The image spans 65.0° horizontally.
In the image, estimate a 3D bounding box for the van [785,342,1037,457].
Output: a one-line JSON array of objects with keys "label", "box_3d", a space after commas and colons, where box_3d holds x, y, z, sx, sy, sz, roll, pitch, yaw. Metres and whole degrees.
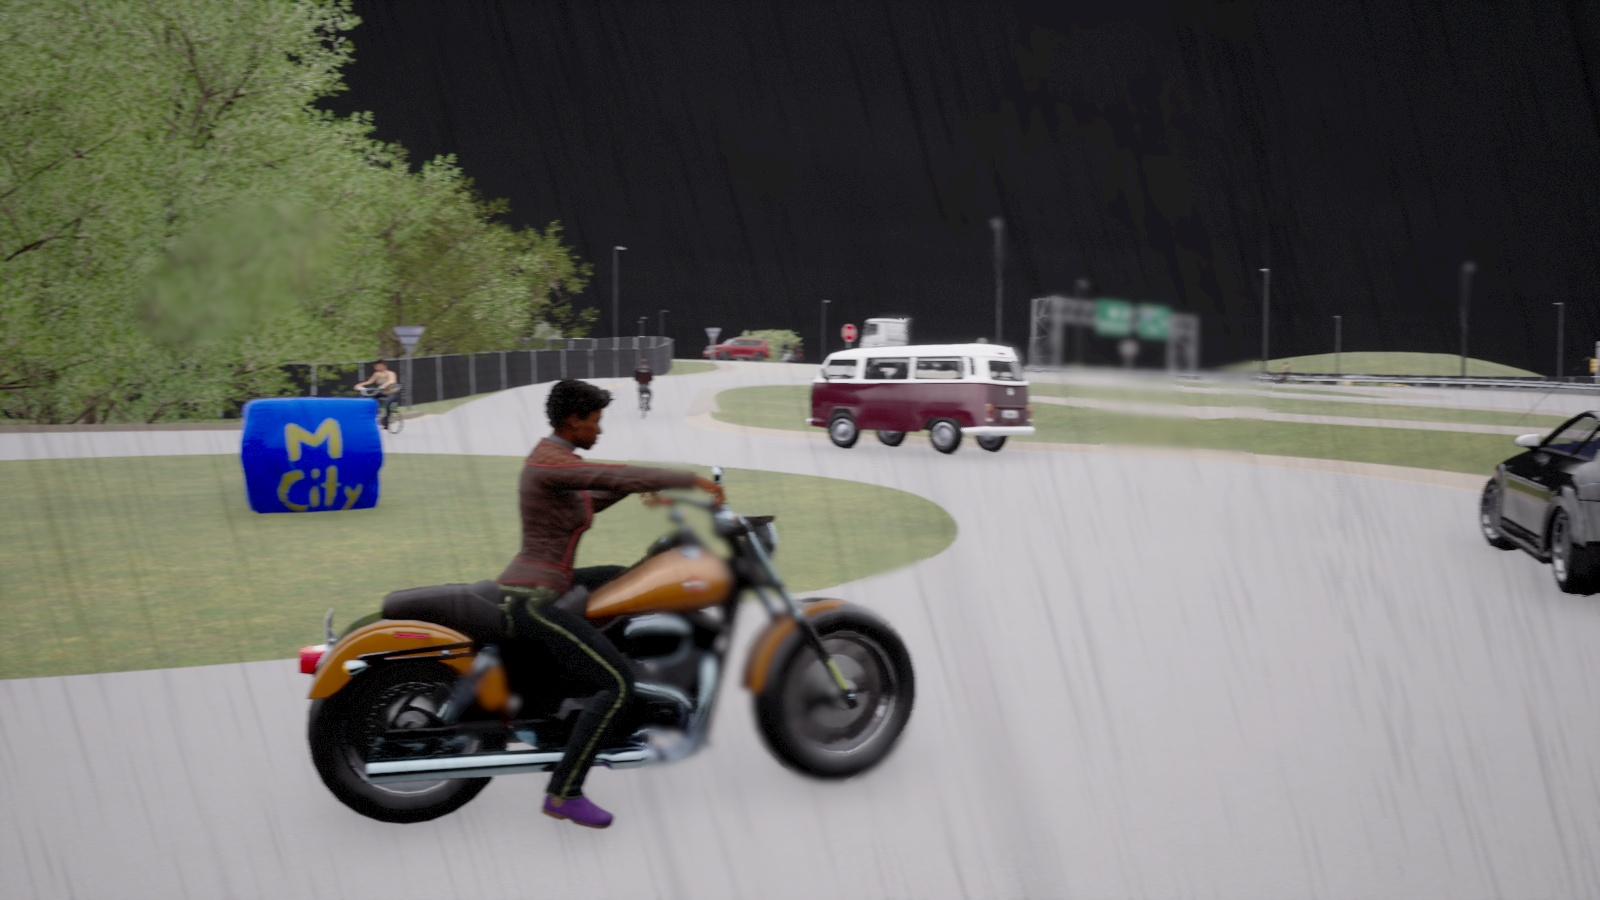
[{"label": "van", "box_3d": [2.091, -1.002, 24.453, 4.480, 2.038, 2.069, 4, 3, 42]}]

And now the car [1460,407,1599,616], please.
[{"label": "car", "box_3d": [7.000, 0.394, 10.500, 1.994, 1.385, 4.181, 2, 4, 19]}]

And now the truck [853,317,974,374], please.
[{"label": "truck", "box_3d": [7.626, -7.170, 85.418, 7.936, 3.462, 2.891, 7, 6, 42]}]

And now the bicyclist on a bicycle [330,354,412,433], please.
[{"label": "bicyclist on a bicycle", "box_3d": [-8.996, -1.187, 26.373, 0.866, 1.612, 1.509, 1, 3, 20]}]

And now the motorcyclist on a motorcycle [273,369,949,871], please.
[{"label": "motorcyclist on a motorcycle", "box_3d": [-0.686, 0.532, 4.788, 2.350, 1.649, 0.766, 0, 3, -16]}]
